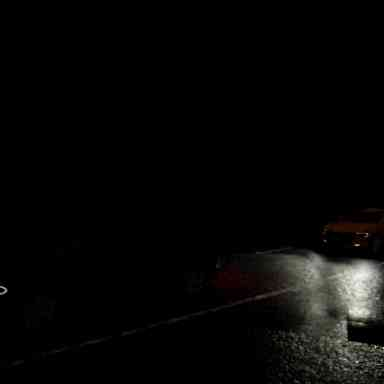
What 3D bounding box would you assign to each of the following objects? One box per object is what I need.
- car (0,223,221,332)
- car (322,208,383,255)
[{"bbox_3d":[-1.684,1.466,6.982,5.008,1.535,1.882,0,0,-35],"label":"car"},{"bbox_3d":[7.215,1.417,13.312,5.008,1.535,1.882,0,0,-35],"label":"car"}]
